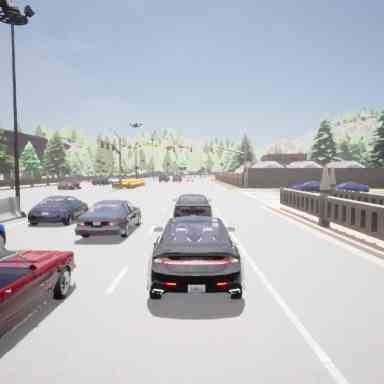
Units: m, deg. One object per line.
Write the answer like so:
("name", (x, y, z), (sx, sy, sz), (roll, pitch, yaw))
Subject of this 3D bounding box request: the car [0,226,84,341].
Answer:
("car", (-3.421, 1.528, 5.101), (1.895, 1.301, 4.718), (0, 1, 0))

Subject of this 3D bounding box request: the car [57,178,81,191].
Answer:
("car", (-17.830, -1.152, 48.264), (2.097, 1.767, 4.553), (0, 3, 0))

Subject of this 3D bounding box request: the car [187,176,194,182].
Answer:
("car", (-0.450, -3.458, 89.668), (1.812, 1.442, 4.674), (0, 3, 0))

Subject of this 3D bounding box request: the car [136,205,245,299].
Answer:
("car", (0.067, 1.327, 8.034), (2.128, 1.511, 4.902), (0, 2, 0))

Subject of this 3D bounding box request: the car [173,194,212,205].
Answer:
("car", (0.025, 0.815, 17.455), (1.882, 1.535, 5.008), (0, 3, -1))

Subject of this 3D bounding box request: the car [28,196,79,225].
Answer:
("car", (-6.980, 0.879, 17.794), (1.994, 1.385, 4.181), (0, 3, 0))

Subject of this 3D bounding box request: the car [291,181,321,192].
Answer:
("car", (15.002, -0.617, 42.227), (4.674, 1.442, 1.812), (0, 3, 2))

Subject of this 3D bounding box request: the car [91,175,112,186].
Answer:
("car", (-17.839, -2.268, 64.794), (2.150, 2.045, 5.566), (0, 3, 0))

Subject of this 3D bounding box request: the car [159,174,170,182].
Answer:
("car", (-7.437, -3.611, 86.977), (2.150, 2.045, 5.566), (0, 3, 0))

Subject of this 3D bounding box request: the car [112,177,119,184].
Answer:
("car", (-17.877, -2.604, 75.416), (1.812, 1.442, 4.674), (0, 3, 0))

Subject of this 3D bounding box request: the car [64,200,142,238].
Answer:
("car", (-3.466, 1.050, 14.616), (2.033, 1.411, 5.357), (0, 3, 0))

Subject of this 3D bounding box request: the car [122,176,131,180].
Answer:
("car", (-17.954, -3.599, 90.368), (1.895, 1.301, 4.718), (0, 3, 0))

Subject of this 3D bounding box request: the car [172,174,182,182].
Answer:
("car", (-3.937, -3.612, 86.995), (2.150, 2.045, 5.566), (0, 3, 0))

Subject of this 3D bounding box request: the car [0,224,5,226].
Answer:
("car", (-6.937, 1.283, 8.822), (1.882, 1.535, 5.008), (0, 2, 0))

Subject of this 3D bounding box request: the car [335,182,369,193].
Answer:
("car", (18.038, -0.402, 38.634), (4.674, 1.442, 1.812), (0, 3, 2))
